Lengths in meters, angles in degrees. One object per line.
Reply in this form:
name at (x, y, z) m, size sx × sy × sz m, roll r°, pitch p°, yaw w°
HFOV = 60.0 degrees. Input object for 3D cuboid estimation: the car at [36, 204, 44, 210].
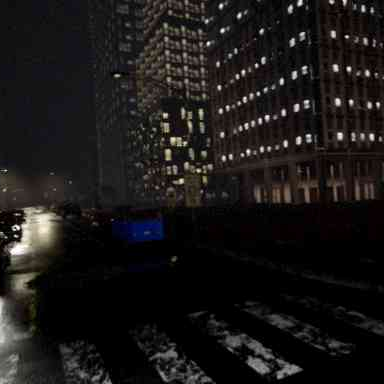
car at (-39.421, 3.840, 86.236) m, size 1.837 × 1.490 × 4.892 m, roll -3°, pitch 0°, yaw -25°

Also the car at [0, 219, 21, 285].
car at (-6.650, 1.900, 10.158) m, size 2.128 × 1.511 × 4.902 m, roll -3°, pitch 0°, yaw -25°

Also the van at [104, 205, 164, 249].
van at (-2.684, 1.518, 15.537) m, size 1.690 × 1.788 × 3.998 m, roll -3°, pitch 0°, yaw -25°

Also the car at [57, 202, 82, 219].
car at (-14.680, 2.242, 40.486) m, size 2.192 × 1.841 × 5.009 m, roll -3°, pitch 0°, yaw -25°

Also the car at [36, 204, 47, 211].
car at (-35.115, 3.710, 77.201) m, size 1.812 × 1.442 × 4.674 m, roll -3°, pitch 0°, yaw -25°

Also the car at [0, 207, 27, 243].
car at (-11.058, 2.036, 19.409) m, size 2.097 × 1.767 × 4.553 m, roll -3°, pitch 0°, yaw -25°

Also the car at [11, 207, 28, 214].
car at (-18.482, 2.655, 35.118) m, size 1.837 × 1.490 × 4.892 m, roll -3°, pitch -1°, yaw -25°

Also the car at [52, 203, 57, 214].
car at (-19.439, 2.538, 50.487) m, size 2.192 × 1.841 × 5.009 m, roll -3°, pitch 0°, yaw -25°

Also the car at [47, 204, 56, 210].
car at (-36.076, 3.823, 85.488) m, size 1.947 × 1.339 × 4.313 m, roll -3°, pitch 0°, yaw -25°

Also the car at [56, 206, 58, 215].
car at (-17.046, 2.619, 45.485) m, size 1.887 × 1.381 × 4.507 m, roll -3°, pitch 0°, yaw -25°

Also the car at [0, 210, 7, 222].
car at (-24.597, 3.073, 41.879) m, size 2.008 × 1.369 × 4.403 m, roll -3°, pitch 0°, yaw -25°

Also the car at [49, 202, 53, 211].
car at (-24.196, 2.834, 60.488) m, size 2.192 × 1.841 × 5.009 m, roll -3°, pitch 0°, yaw -25°

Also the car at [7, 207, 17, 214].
car at (-38.869, 3.992, 71.882) m, size 1.802 × 1.307 × 4.206 m, roll -3°, pitch 0°, yaw -25°

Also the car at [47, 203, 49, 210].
car at (-28.941, 3.365, 70.488) m, size 2.008 × 1.369 × 4.403 m, roll -3°, pitch 0°, yaw -25°

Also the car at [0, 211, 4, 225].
car at (-22.218, 2.940, 36.879) m, size 1.947 × 1.339 × 4.313 m, roll -3°, pitch 0°, yaw -25°

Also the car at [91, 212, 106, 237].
car at (-5.132, 1.875, 20.497) m, size 1.887 × 1.381 × 4.507 m, roll -3°, pitch 0°, yaw -25°

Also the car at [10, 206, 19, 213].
car at (-43.627, 4.287, 81.882) m, size 1.802 × 1.307 × 4.206 m, roll -3°, pitch 0°, yaw -25°

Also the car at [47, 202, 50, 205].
car at (-31.394, 3.492, 75.641) m, size 1.752 × 1.417 × 4.829 m, roll -3°, pitch 0°, yaw -25°

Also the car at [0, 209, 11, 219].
car at (-29.353, 3.401, 51.880) m, size 1.802 × 1.307 × 4.206 m, roll -3°, pitch 0°, yaw -25°
